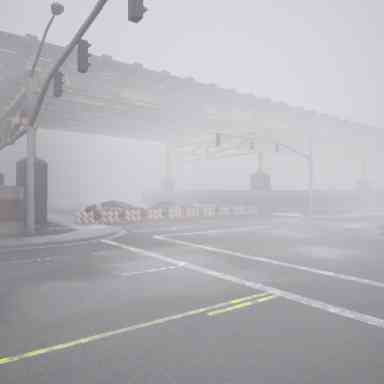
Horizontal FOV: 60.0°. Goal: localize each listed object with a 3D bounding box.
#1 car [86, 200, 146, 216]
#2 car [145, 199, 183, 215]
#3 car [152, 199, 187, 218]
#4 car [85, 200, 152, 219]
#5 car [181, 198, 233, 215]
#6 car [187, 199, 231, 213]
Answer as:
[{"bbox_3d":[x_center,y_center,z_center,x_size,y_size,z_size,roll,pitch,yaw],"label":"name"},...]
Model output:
[{"bbox_3d":[-6.239,1.295,27.619,4.536,1.218,1.853,0,0,8],"label":"car"},{"bbox_3d":[-2.424,1.295,30.343,1.853,1.218,4.536,0,0,18],"label":"car"},{"bbox_3d":[-2.440,1.453,30.293,2.038,1.542,4.974,0,0,18],"label":"car"},{"bbox_3d":[-6.188,1.453,27.612,4.974,1.542,2.038,0,0,8],"label":"car"},{"bbox_3d":[1.475,1.453,34.049,4.974,1.542,2.038,0,0,-7],"label":"car"},{"bbox_3d":[1.423,1.295,34.042,4.536,1.218,1.853,0,0,-7],"label":"car"}]
